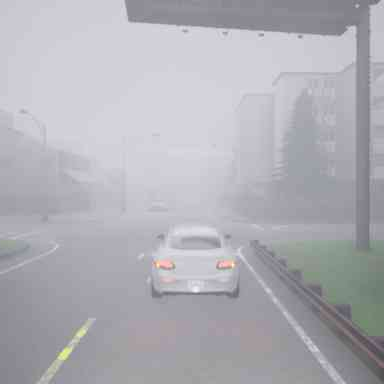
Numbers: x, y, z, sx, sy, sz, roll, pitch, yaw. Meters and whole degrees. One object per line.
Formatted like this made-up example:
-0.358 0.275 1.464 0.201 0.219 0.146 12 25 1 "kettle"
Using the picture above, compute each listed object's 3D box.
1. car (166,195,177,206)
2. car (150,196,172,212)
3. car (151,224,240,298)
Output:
-3.675 1.306 54.839 2.097 1.767 4.553 0 0 0 "car"
-3.667 1.493 38.422 1.812 1.442 4.674 0 0 0 "car"
0.067 1.519 8.364 1.812 1.442 4.674 0 0 0 "car"
